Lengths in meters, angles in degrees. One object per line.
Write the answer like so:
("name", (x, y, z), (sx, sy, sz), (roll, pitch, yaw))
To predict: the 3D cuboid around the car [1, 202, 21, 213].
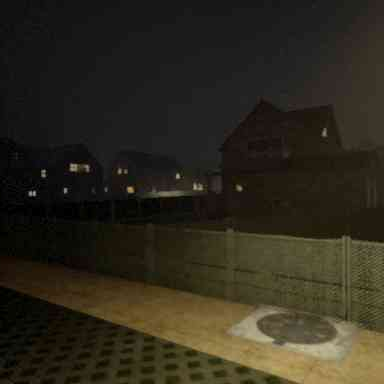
("car", (-12.344, 1.387, 22.500), (2.128, 1.511, 4.902), (-1, 1, 37))
